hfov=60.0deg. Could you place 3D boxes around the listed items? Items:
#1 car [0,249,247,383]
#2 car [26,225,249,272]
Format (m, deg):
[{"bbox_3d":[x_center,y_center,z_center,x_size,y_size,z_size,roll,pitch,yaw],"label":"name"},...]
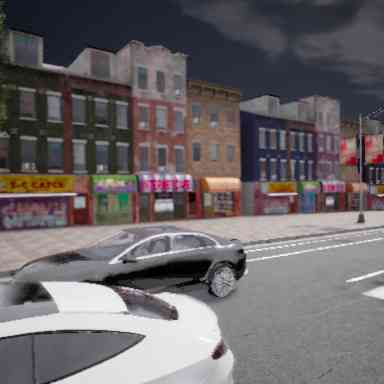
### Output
[{"bbox_3d":[-1.753,1.525,2.419,4.674,1.442,1.812,0,0,-35],"label":"car"},{"bbox_3d":[-1.005,1.492,6.928,4.902,1.511,2.128,0,0,-35],"label":"car"}]
